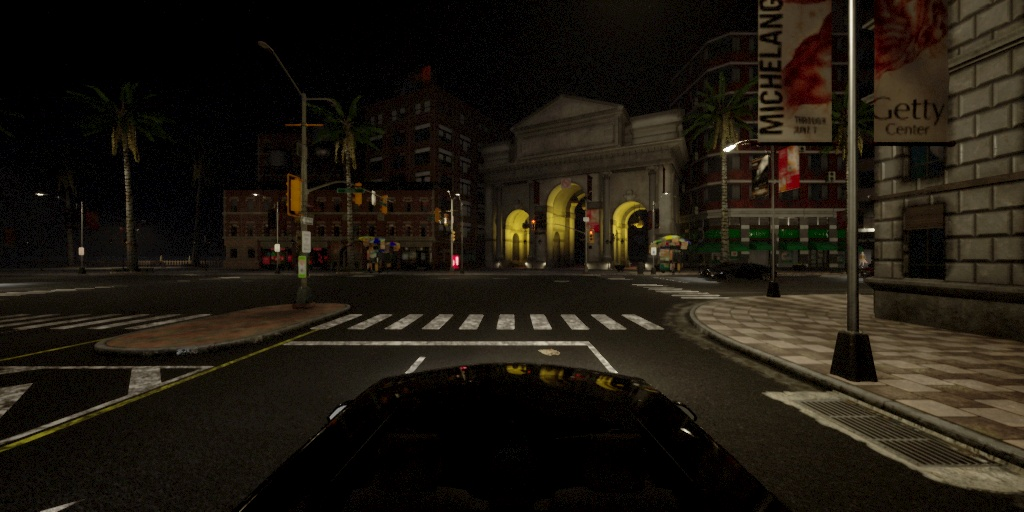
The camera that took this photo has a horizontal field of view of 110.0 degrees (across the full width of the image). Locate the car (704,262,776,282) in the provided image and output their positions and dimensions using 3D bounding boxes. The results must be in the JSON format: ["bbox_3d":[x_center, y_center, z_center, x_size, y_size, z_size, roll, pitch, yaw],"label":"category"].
[{"bbox_3d":[18.181,1.275,28.318,4.674,1.442,1.812,0,0,0],"label":"car"}]

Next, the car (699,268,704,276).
[{"bbox_3d":[19.241,1.256,31.795,4.892,1.490,1.837,0,0,0],"label":"car"}]

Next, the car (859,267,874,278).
[{"bbox_3d":[33.458,1.275,31.536,4.674,1.442,1.812,0,0,3],"label":"car"}]
